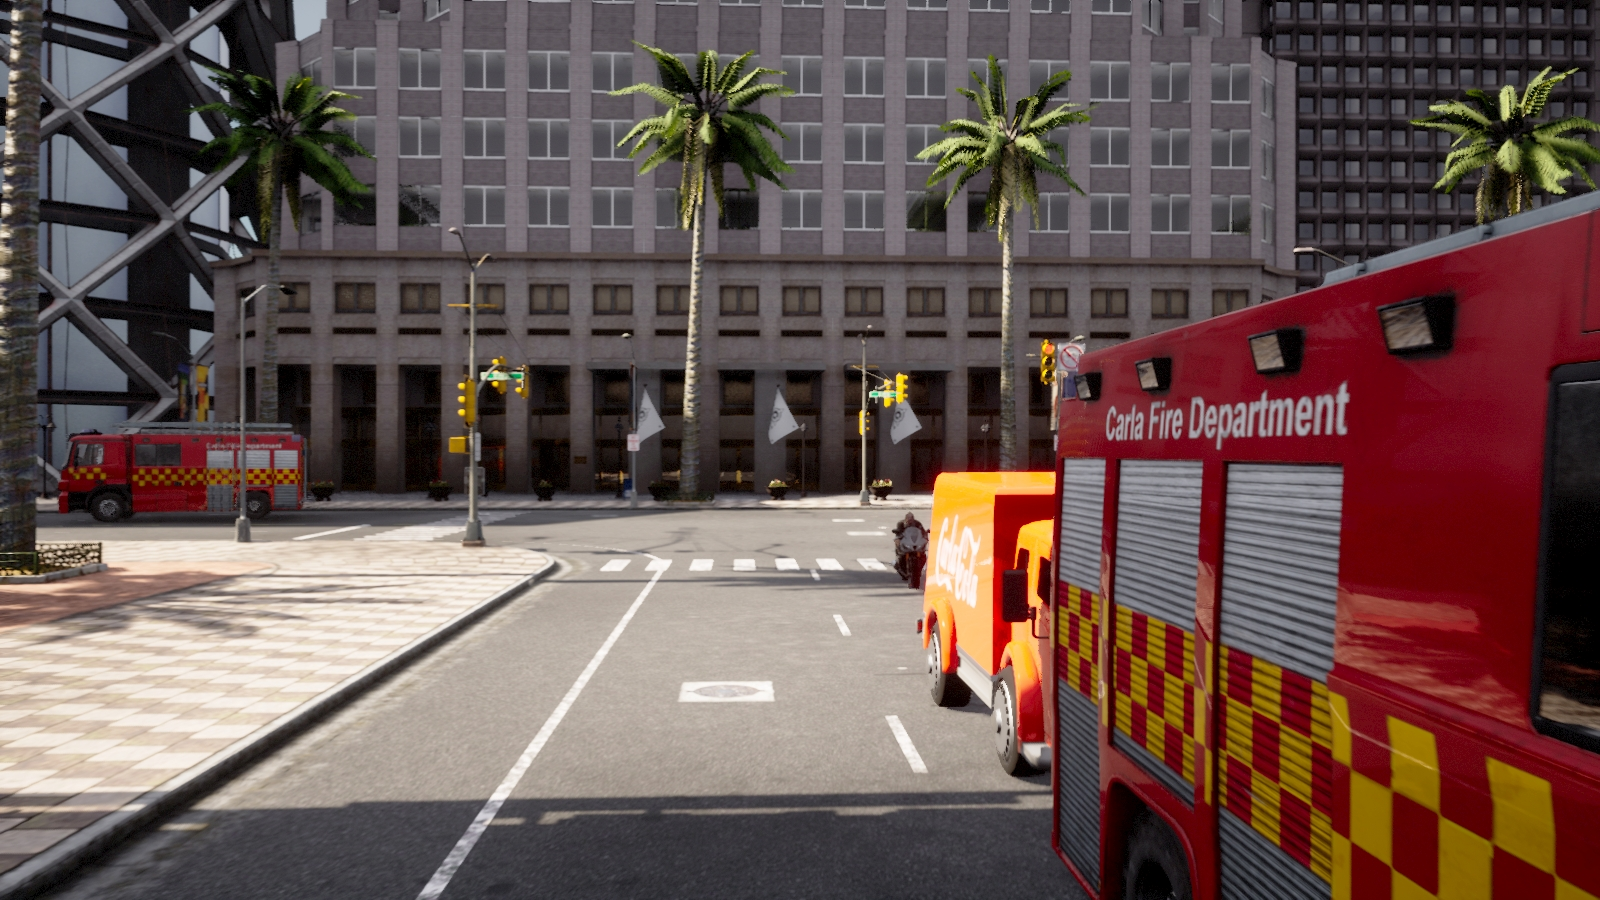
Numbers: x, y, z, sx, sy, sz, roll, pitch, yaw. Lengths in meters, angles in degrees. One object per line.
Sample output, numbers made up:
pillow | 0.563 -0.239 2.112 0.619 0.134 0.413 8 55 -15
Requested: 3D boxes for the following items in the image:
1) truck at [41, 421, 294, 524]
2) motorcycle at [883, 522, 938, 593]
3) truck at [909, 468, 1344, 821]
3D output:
truck | -24.740 0.848 45.292 8.468 3.827 2.891 0 0 -21
motorcycle | 2.262 2.187 23.604 0.867 1.251 2.209 0 0 -1
truck | 2.759 1.535 11.374 2.627 2.467 5.204 0 2 -2
